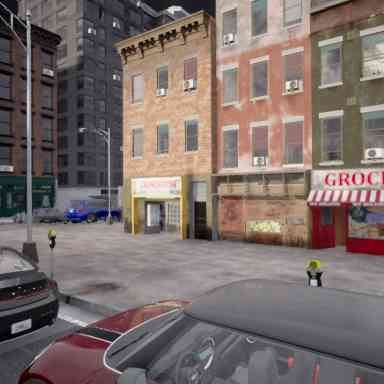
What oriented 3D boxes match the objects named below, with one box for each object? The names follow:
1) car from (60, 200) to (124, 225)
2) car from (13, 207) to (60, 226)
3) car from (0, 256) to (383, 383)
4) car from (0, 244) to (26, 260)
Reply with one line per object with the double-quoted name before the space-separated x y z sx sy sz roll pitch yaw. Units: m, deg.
"car" -7.837 1.672 28.120 2.150 2.045 5.566 -1 -2 36
"car" -12.183 1.956 27.122 1.994 1.385 4.181 -1 -2 36
"car" 0.440 1.440 2.504 4.097 1.590 1.967 0 0 35
"car" -4.044 1.552 5.695 4.403 1.369 2.008 0 0 35
